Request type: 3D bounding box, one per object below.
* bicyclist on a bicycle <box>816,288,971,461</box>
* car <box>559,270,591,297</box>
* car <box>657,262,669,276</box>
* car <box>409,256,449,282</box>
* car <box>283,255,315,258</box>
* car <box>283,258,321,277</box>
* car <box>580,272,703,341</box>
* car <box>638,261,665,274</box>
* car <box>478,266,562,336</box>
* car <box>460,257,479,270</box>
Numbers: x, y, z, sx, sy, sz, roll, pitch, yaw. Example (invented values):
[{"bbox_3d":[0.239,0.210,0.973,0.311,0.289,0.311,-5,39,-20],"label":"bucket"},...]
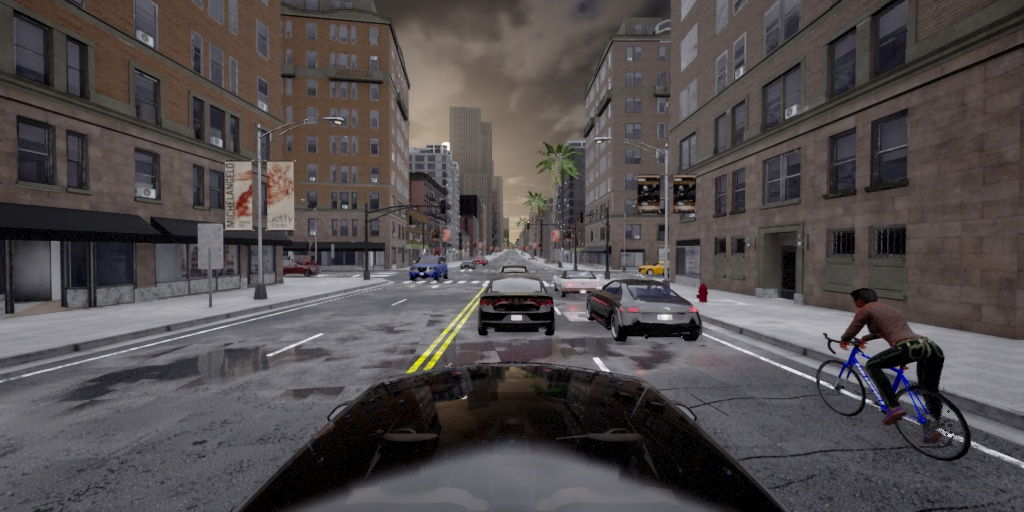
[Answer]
[{"bbox_3d":[4.149,1.202,4.064,0.582,1.620,1.656,0,0,0],"label":"bicyclist on a bicycle"},{"bbox_3d":[3.275,1.346,18.678,1.895,1.301,4.718,0,0,0],"label":"car"},{"bbox_3d":[16.255,1.509,33.252,4.313,1.339,1.948,0,0,0],"label":"car"},{"bbox_3d":[-6.557,0.984,28.921,2.150,2.045,5.566,0,-1,1],"label":"car"},{"bbox_3d":[-23.840,0.830,38.805,5.009,1.841,2.192,0,0,-8],"label":"car"},{"bbox_3d":[-20.406,1.143,33.477,4.674,1.442,1.812,0,1,-9],"label":"car"},{"bbox_3d":[3.350,1.312,9.864,1.994,1.385,4.181,0,0,0],"label":"car"},{"bbox_3d":[16.379,1.335,39.195,5.008,1.535,1.882,0,1,0],"label":"car"},{"bbox_3d":[0.112,1.225,10.471,1.882,1.535,5.008,0,0,0],"label":"car"},{"bbox_3d":[-6.519,1.301,53.693,1.994,1.385,4.181,0,0,0],"label":"car"}]
